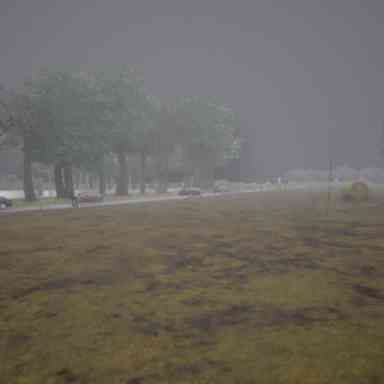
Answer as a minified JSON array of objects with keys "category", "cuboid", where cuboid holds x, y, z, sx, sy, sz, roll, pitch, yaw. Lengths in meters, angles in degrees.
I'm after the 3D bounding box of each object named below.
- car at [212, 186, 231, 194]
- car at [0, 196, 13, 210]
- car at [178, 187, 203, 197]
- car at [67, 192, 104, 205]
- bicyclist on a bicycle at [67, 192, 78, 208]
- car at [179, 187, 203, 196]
[{"category":"car","cuboid":[5.621,-0.380,62.052,1.837,1.490,4.892,-1,2,35]},{"category":"car","cuboid":[-19.648,1.031,31.419,1.837,1.490,4.892,-1,1,35]},{"category":"car","cuboid":[-0.171,-0.014,53.823,1.882,1.535,5.008,-1,2,36]},{"category":"car","cuboid":[-13.013,0.742,40.747,1.812,1.442,4.674,-1,1,35]},{"category":"bicyclist on a bicycle","cuboid":[-11.635,0.799,32.359,1.656,1.620,0.582,0,1,35]},{"category":"car","cuboid":[-0.172,-0.084,58.669,1.812,1.442,4.674,-1,2,36]}]
